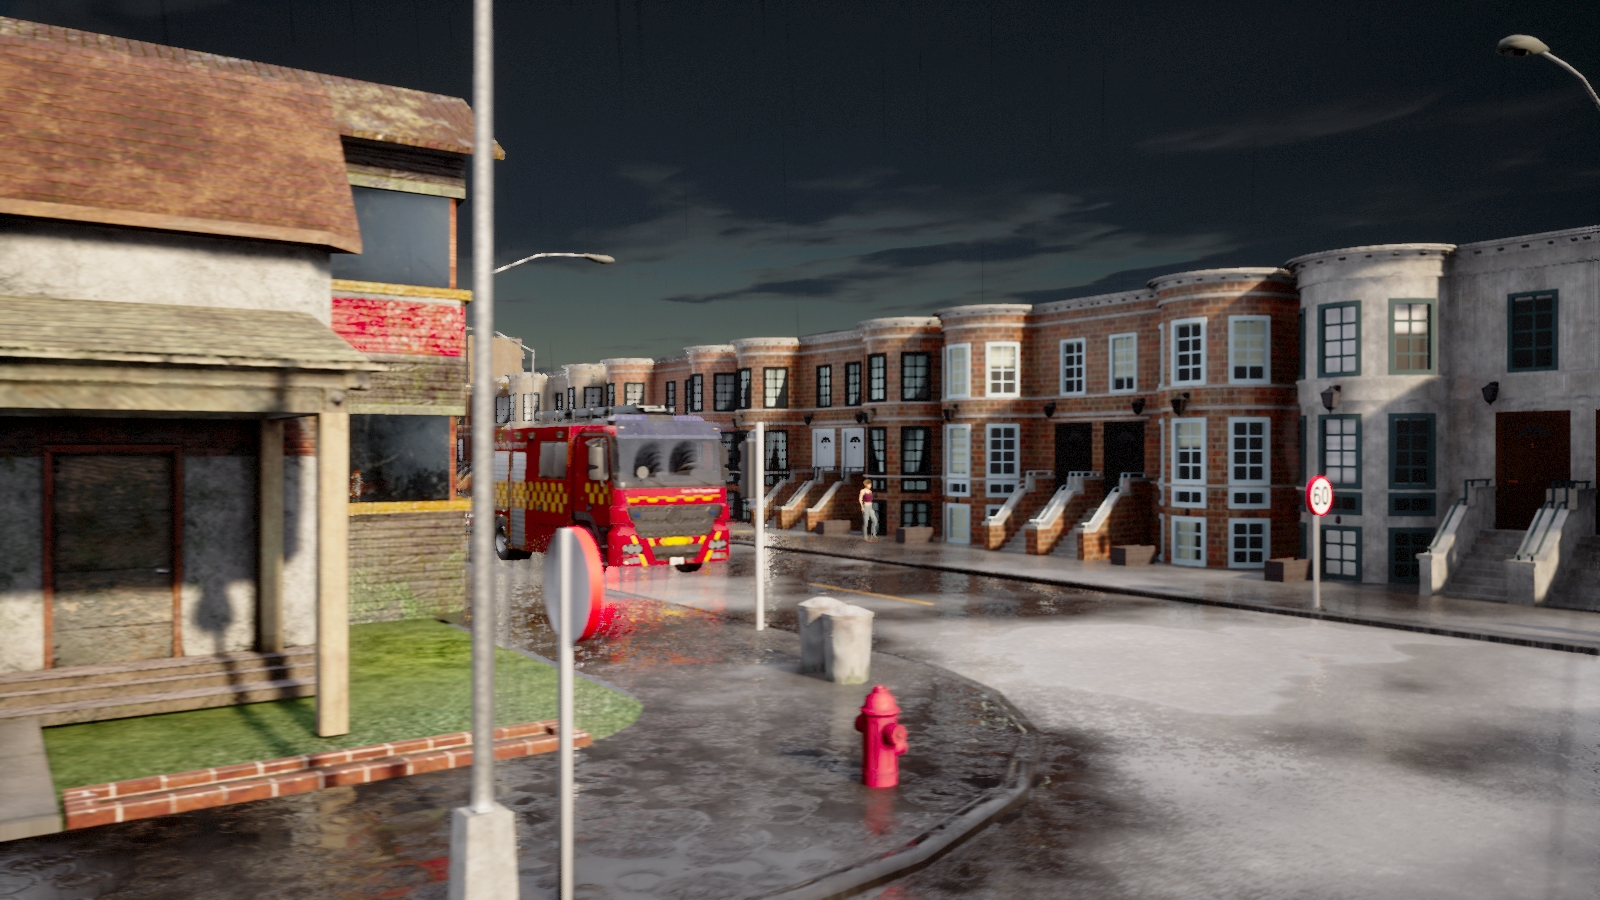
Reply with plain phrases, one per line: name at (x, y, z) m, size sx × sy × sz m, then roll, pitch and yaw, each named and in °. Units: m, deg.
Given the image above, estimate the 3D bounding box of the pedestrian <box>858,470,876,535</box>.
pedestrian at (1.945, 1.523, 33.165) m, size 0.375 × 1.860 × 0.375 m, roll 0°, pitch 0°, yaw -41°

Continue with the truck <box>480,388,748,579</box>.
truck at (-4.727, 0.671, 27.181) m, size 2.891 × 3.827 × 8.468 m, roll 0°, pitch 0°, yaw -35°
